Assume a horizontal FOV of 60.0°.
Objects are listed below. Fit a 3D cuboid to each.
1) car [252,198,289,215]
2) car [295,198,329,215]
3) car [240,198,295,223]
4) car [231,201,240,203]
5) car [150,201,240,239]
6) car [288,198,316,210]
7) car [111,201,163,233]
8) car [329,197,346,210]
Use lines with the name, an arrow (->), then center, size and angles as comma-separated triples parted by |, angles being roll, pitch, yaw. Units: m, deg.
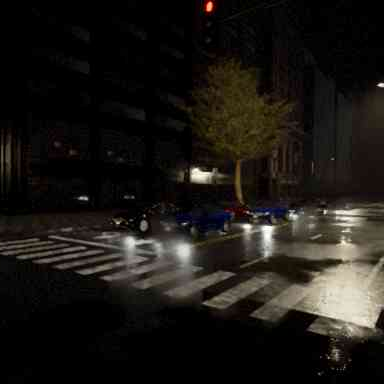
car -> 7.851, 1.343, 32.956 | 1.812, 1.442, 4.674 | 1, 1, 36
car -> 11.550, 1.375, 32.551 | 1.837, 1.490, 4.892 | 1, 1, 36
car -> 5.592, 1.392, 24.178 | 1.812, 1.442, 4.674 | 1, 1, 35
car -> 2.843, 1.379, 25.935 | 1.994, 1.385, 4.181 | 1, 1, 34
car -> 0.324, 1.390, 16.754 | 1.812, 1.442, 4.674 | 1, 1, 37
car -> 13.707, 1.424, 41.159 | 1.895, 1.301, 4.718 | 1, 1, 36
car -> -2.291, 1.318, 18.666 | 1.837, 1.490, 4.892 | 1, 1, 37
car -> 17.576, 1.381, 40.962 | 1.837, 1.490, 4.892 | 1, 1, 36
